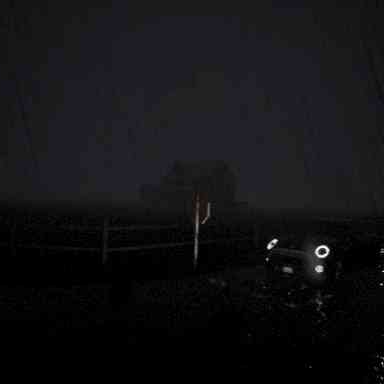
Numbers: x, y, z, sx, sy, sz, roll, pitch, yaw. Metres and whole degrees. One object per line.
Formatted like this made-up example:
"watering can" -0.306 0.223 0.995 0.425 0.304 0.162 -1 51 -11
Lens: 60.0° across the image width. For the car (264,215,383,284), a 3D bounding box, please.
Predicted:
"car" 4.347 1.639 10.676 4.553 1.767 2.097 3 -1 -41
